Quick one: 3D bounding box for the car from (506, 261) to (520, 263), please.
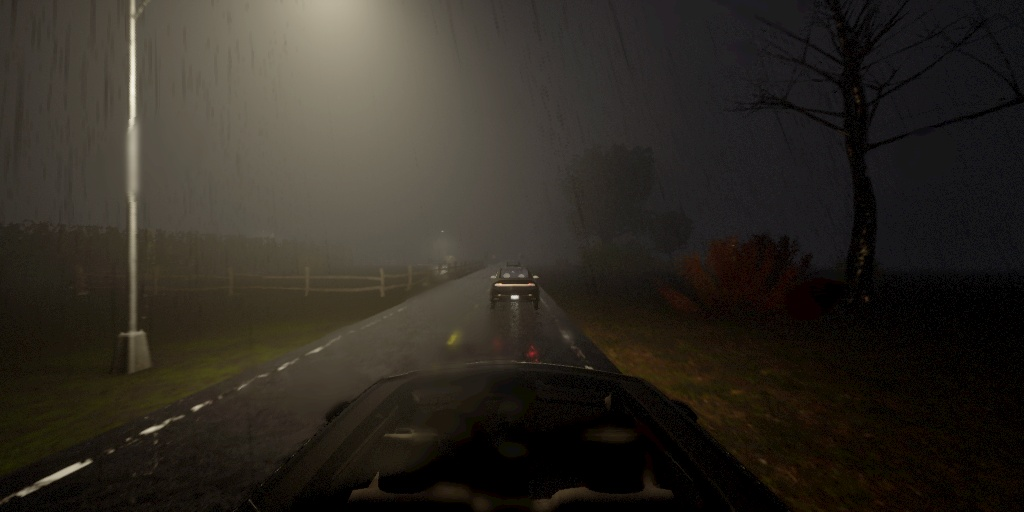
[{"bbox_3d":[0.104,1.254,34.966,2.128,1.511,4.902,0,0,0],"label":"car"}]

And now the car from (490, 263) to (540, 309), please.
[{"bbox_3d":[0.102,1.240,15.036,2.128,1.511,4.902,0,0,0],"label":"car"}]
